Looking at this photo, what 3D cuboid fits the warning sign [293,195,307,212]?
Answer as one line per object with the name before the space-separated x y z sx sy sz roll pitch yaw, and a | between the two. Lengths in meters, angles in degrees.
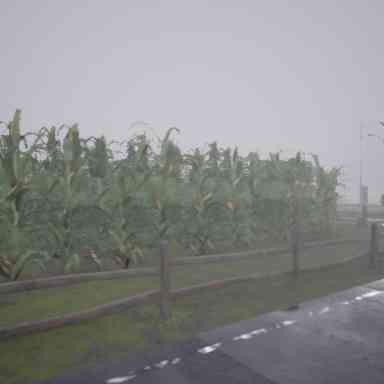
warning sign | 12.364 1.307 38.073 1.300 1.860 1.060 0 0 -36
